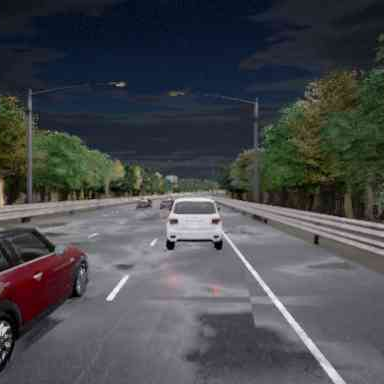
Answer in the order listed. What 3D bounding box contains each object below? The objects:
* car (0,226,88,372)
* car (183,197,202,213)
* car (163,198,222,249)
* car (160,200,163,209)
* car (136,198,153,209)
[{"bbox_3d":[-3.401,1.370,5.738,2.097,1.767,4.553,0,0,0],"label":"car"},{"bbox_3d":[0.095,1.474,39.264,2.097,1.767,4.553,0,0,0],"label":"car"},{"bbox_3d":[0.098,1.269,14.957,2.150,2.045,5.566,0,0,0],"label":"car"},{"bbox_3d":[-3.406,1.640,47.346,2.128,1.511,4.902,0,0,0],"label":"car"},{"bbox_3d":[-6.905,1.679,49.146,1.812,1.442,4.674,0,0,0],"label":"car"}]
